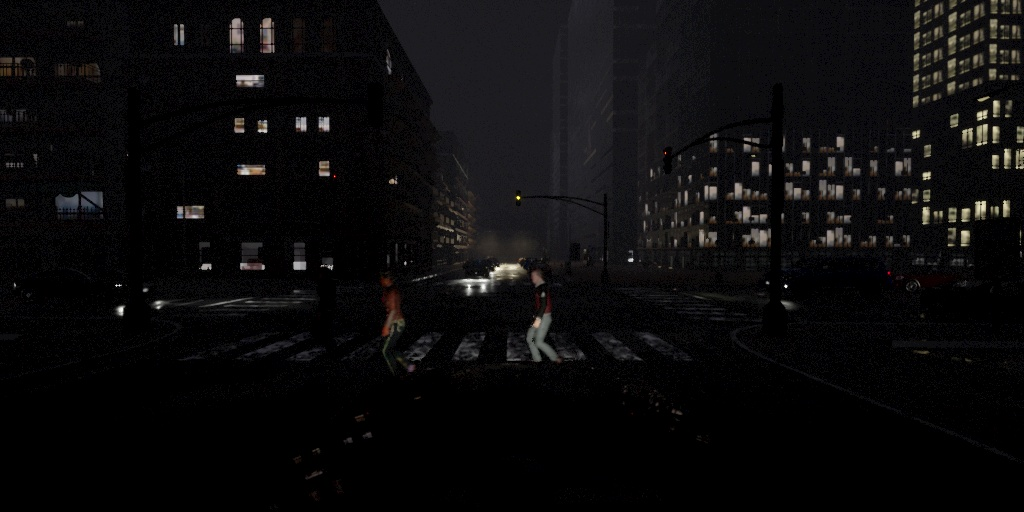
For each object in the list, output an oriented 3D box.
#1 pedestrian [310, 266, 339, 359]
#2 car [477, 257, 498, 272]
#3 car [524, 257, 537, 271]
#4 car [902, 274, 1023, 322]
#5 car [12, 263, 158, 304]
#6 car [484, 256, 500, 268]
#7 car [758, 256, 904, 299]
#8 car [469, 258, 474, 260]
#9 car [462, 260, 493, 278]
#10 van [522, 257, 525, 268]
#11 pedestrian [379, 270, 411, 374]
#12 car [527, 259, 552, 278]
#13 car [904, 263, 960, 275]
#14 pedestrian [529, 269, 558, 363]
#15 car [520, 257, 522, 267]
[{"bbox_3d":[-3.559,1.042,6.864,0.375,1.860,0.375,-1,1,0],"label":"pedestrian"},{"bbox_3d":[-3.127,1.215,45.095,1.837,1.490,4.892,0,0,0],"label":"car"},{"bbox_3d":[2.630,1.159,38.170,1.967,1.591,4.097,0,0,0],"label":"car"},{"bbox_3d":[16.707,1.445,12.228,4.403,1.370,2.007,0,0,1],"label":"car"},{"bbox_3d":[-18.155,1.183,15.387,4.902,1.511,2.128,0,1,1],"label":"car"},{"bbox_3d":[-3.116,1.042,58.288,2.097,1.767,4.553,0,0,0],"label":"car"},{"bbox_3d":[15.727,1.020,18.145,5.566,2.045,2.150,0,1,1],"label":"car"},{"bbox_3d":[-5.726,1.270,49.423,1.948,1.339,4.313,0,0,0],"label":"car"},{"bbox_3d":[-3.113,1.290,32.864,1.994,1.385,4.181,0,0,0],"label":"car"},{"bbox_3d":[2.622,1.045,49.462,1.690,1.789,3.998,0,0,0],"label":"van"},{"bbox_3d":[-1.881,1.043,5.619,0.375,1.860,0.375,-1,1,0],"label":"pedestrian"},{"bbox_3d":[2.634,1.272,32.525,1.888,1.381,4.507,0,0,0],"label":"car"},{"bbox_3d":[23.360,1.230,20.780,4.097,1.591,1.967,0,0,1],"label":"car"},{"bbox_3d":[0.545,1.045,6.348,0.375,1.860,0.375,-1,1,0],"label":"pedestrian"},{"bbox_3d":[2.618,1.240,55.109,1.888,1.381,4.507,0,0,0],"label":"car"}]
